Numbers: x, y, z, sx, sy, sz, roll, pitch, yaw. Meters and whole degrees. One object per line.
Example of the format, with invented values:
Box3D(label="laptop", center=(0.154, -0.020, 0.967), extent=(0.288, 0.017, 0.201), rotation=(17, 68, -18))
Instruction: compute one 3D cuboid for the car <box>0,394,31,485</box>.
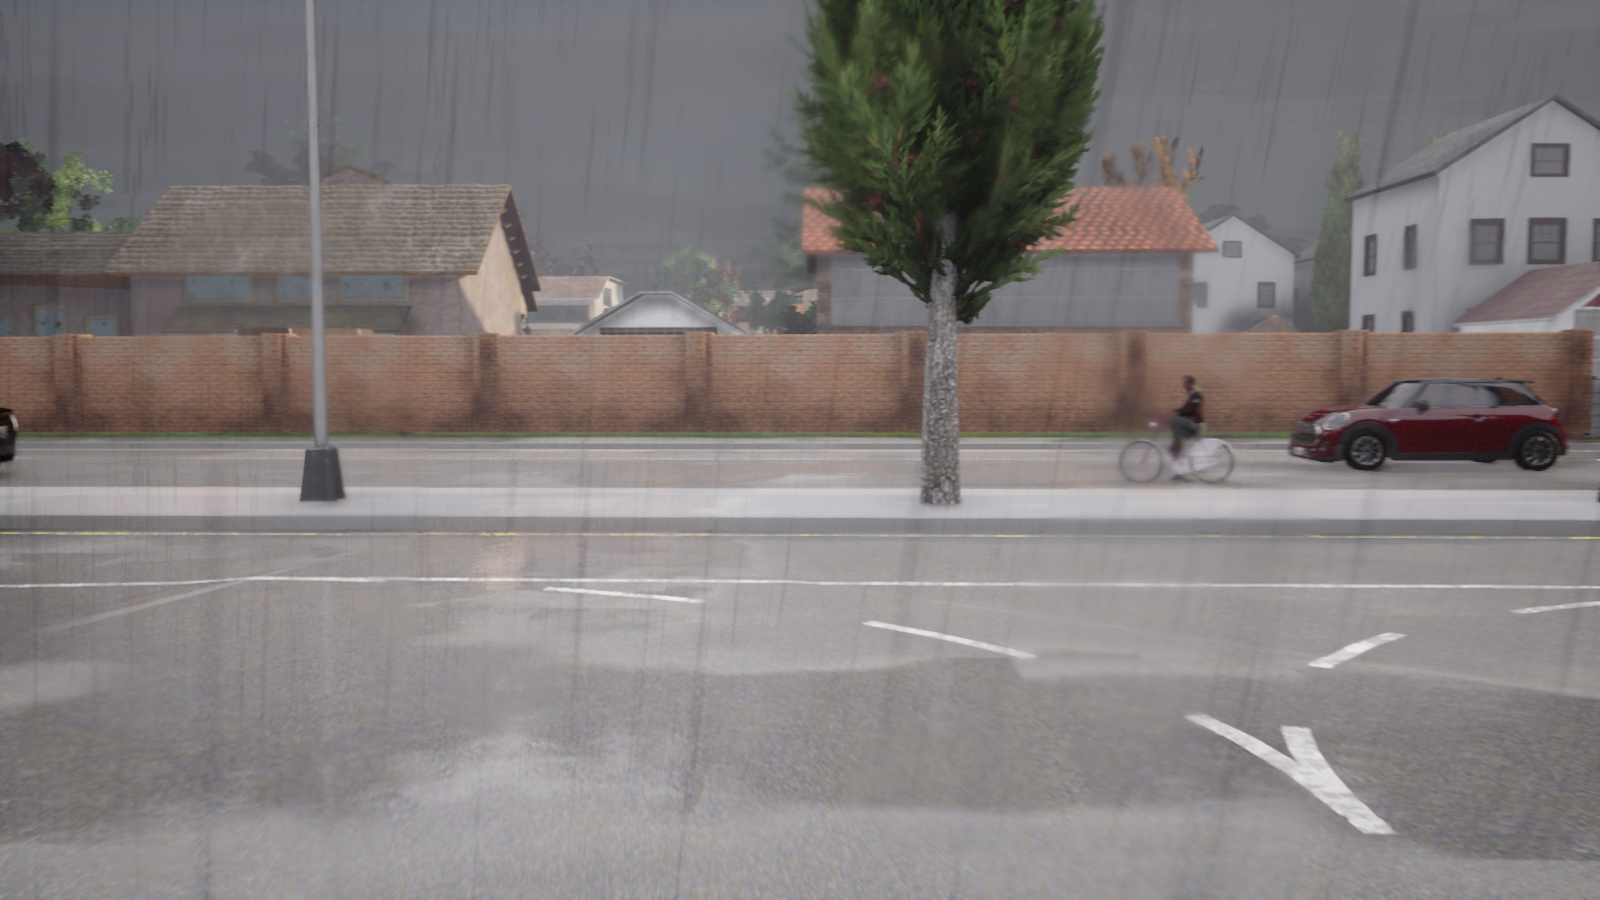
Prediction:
Box3D(label="car", center=(-15.769, -0.137, 21.029), extent=(4.514, 1.525, 2.007), rotation=(0, 4, 2))

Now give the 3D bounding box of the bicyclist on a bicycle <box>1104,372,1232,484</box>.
Box3D(label="bicyclist on a bicycle", center=(5.921, -0.362, 20.275), extent=(1.843, 1.776, 0.659), rotation=(0, 4, 2))

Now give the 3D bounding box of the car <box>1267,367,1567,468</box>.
Box3D(label="car", center=(11.447, -0.653, 23.577), extent=(4.553, 1.767, 2.097), rotation=(0, 4, 2))
